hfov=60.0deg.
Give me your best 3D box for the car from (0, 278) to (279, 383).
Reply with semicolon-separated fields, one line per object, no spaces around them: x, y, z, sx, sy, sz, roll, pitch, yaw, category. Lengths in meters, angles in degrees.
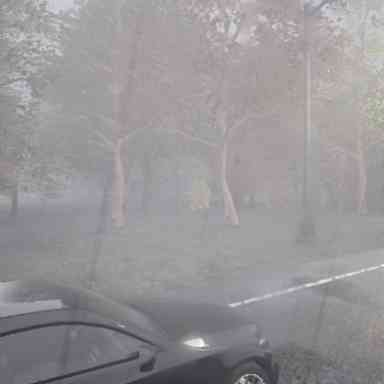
-1.299;1.525;2.819;4.674;1.442;1.812;0;0;-35;car
